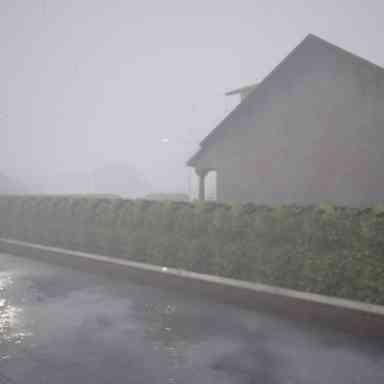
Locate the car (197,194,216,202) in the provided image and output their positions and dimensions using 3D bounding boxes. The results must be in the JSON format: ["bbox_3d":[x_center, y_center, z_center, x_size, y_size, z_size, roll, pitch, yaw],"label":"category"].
[{"bbox_3d":[1.894,1.346,41.512,2.128,1.511,4.902,0,0,36],"label":"car"}]

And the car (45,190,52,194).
[{"bbox_3d":[-29.208,0.565,67.140,3.866,1.878,1.905,0,0,36],"label":"car"}]
